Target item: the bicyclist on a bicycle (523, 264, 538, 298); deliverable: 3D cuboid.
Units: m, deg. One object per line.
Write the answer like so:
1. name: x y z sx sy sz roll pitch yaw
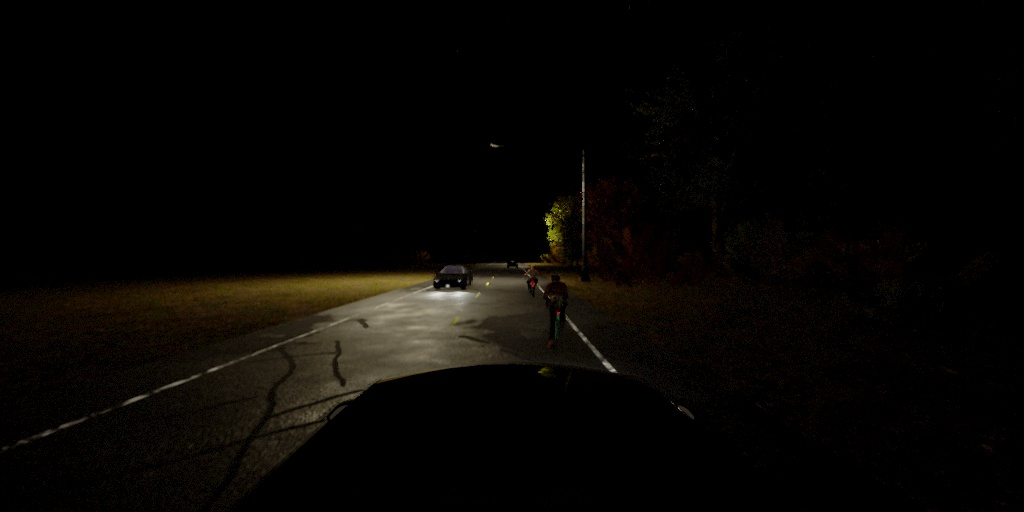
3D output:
1. bicyclist on a bicycle: 0.996 1.188 17.529 0.866 1.612 1.509 0 0 0

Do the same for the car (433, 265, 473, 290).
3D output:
1. car: -3.601 1.299 22.744 2.033 1.411 5.357 0 0 0

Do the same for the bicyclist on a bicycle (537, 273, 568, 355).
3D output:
1. bicyclist on a bicycle: 0.962 1.203 7.771 0.582 1.620 1.656 0 0 0

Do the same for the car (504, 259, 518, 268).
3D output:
1. car: 0.098 1.303 61.254 2.033 1.411 5.357 0 0 0
